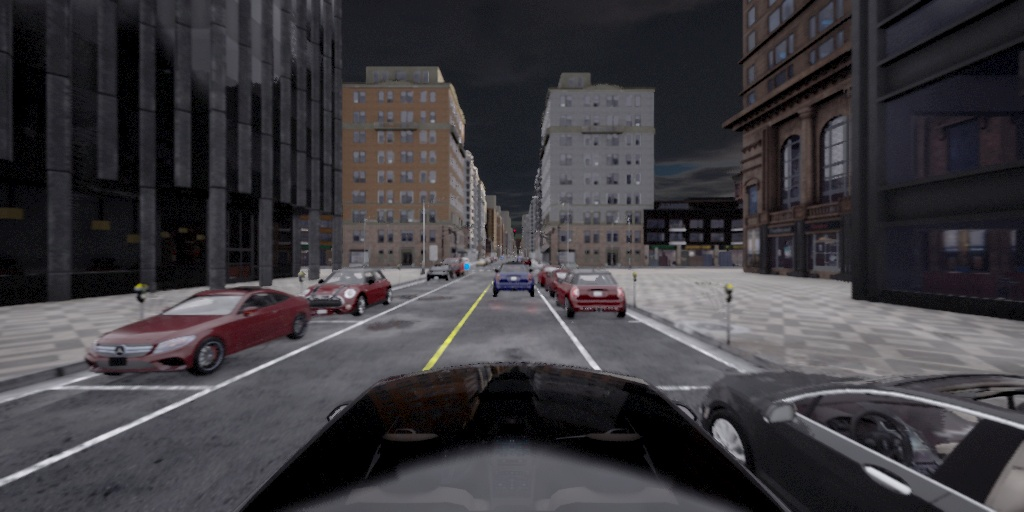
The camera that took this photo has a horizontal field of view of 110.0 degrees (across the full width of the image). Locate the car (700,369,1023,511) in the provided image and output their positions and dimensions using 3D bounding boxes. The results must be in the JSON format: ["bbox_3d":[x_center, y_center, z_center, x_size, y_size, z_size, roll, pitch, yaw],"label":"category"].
[{"bbox_3d":[2.668,1.300,1.766,2.007,1.370,4.403,0,0,0],"label":"car"}]

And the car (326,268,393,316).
[{"bbox_3d":[-5.862,1.193,13.066,1.967,1.591,4.097,0,0,0],"label":"car"}]

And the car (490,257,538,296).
[{"bbox_3d":[0.090,1.105,19.541,2.097,1.767,4.553,0,0,0],"label":"car"}]

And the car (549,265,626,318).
[{"bbox_3d":[2.663,1.192,13.044,1.967,1.591,4.097,0,0,0],"label":"car"}]

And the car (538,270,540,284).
[{"bbox_3d":[2.659,1.298,24.323,1.888,1.381,4.507,0,0,0],"label":"car"}]

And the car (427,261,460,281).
[{"bbox_3d":[-5.869,1.320,29.985,1.948,1.339,4.313,0,0,0],"label":"car"}]

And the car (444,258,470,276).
[{"bbox_3d":[-5.871,1.069,35.625,2.192,1.841,5.009,0,0,0],"label":"car"}]

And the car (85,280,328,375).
[{"bbox_3d":[-5.860,1.335,7.425,1.802,1.307,4.207,0,0,0],"label":"car"}]

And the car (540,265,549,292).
[{"bbox_3d":[2.661,1.335,18.684,1.802,1.307,4.207,0,0,0],"label":"car"}]
